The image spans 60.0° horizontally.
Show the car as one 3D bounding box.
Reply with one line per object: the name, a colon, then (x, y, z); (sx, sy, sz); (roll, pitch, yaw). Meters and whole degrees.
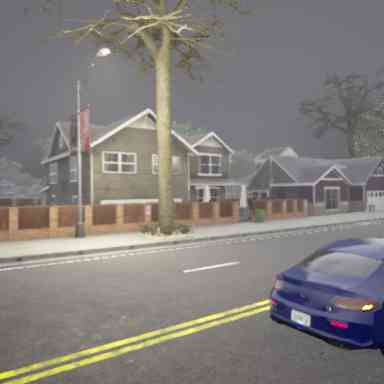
car: (3.337, 1.528, 5.821); (4.674, 1.442, 1.812); (0, 0, -36)
